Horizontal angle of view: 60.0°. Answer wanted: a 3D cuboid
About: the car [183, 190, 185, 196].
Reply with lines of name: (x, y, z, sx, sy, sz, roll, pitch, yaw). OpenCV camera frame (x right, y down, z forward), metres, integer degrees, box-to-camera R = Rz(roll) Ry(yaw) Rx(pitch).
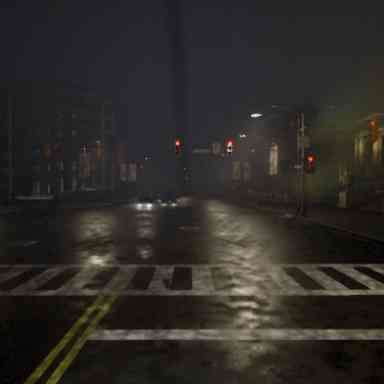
car: (-4.193, 0.633, 86.847, 1.994, 1.385, 4.181, 0, 1, -29)

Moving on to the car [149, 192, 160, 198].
car: (-9.185, 0.669, 80.737, 1.812, 1.442, 4.674, 0, 1, -18)

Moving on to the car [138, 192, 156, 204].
car: (-7.053, 1.062, 50.842, 1.895, 1.301, 4.718, 0, 1, 0)

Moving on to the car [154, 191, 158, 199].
car: (-7.038, 0.655, 65.745, 2.097, 1.767, 4.553, 0, 1, 0)

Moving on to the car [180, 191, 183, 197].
car: (-3.526, 0.747, 68.994, 1.882, 1.535, 5.008, 0, 1, 0)

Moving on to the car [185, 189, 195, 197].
car: (-1.157, 0.287, 88.573, 2.150, 2.045, 5.566, 0, 1, -29)

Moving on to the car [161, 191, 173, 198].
car: (-6.252, 0.622, 82.873, 1.837, 1.490, 4.892, 0, 1, -21)

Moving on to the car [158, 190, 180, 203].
car: (-3.555, 0.666, 52.298, 2.150, 2.045, 5.566, 0, 1, 0)
